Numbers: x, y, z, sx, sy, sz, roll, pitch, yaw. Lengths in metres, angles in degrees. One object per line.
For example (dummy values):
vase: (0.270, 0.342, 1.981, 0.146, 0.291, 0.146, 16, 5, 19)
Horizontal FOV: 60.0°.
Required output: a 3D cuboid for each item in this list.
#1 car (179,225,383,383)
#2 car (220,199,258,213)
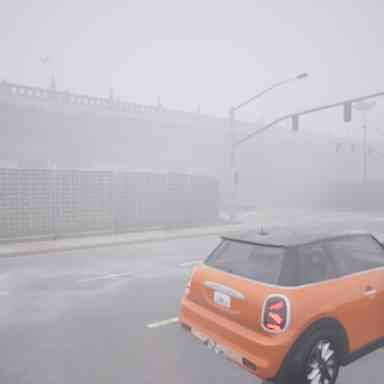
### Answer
car: (2.112, 1.317, 5.293, 4.553, 1.767, 2.097, -1, 0, -35)
car: (4.536, 1.422, 35.812, 2.033, 1.411, 5.357, -1, 0, -36)
